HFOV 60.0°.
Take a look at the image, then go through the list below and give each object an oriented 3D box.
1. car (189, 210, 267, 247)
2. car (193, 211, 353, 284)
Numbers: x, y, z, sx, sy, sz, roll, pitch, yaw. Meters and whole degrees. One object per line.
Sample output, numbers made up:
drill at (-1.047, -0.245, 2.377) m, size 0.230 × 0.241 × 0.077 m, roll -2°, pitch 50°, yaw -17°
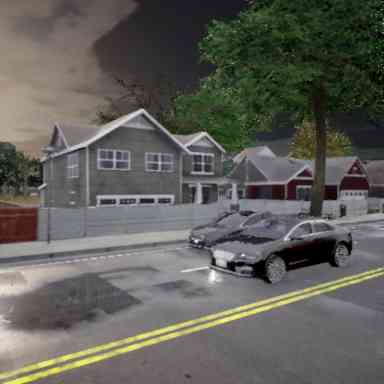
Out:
car at (2.126, 1.490, 13.187) m, size 4.892 × 1.490 × 1.837 m, roll 0°, pitch 0°, yaw -35°
car at (2.713, 1.479, 9.614) m, size 4.902 × 1.511 × 2.128 m, roll 0°, pitch 0°, yaw -35°
